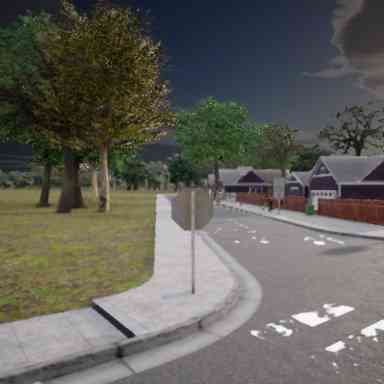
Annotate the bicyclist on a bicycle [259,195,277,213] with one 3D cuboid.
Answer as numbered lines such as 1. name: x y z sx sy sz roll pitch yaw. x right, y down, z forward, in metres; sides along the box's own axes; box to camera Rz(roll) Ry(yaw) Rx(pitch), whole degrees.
1. bicyclist on a bicycle: 6.695 1.054 29.341 1.656 1.620 0.582 -1 1 -6
